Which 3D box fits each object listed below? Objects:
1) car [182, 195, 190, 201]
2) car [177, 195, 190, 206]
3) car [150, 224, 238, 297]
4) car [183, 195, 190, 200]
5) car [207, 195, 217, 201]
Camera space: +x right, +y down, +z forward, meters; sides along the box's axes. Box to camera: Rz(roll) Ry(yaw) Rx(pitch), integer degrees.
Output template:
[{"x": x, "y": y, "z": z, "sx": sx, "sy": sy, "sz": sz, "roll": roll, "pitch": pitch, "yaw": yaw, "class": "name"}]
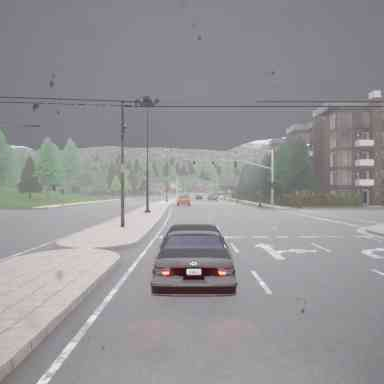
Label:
[{"x": -1.524, "y": 1.548, "z": 85.333, "sx": 1.812, "sy": 1.442, "sz": 4.674, "roll": 0, "pitch": 0, "yaw": 0, "class": "car"}, {"x": -1.359, "y": 1.368, "z": 54.508, "sx": 2.097, "sy": 1.767, "sz": 4.553, "roll": 0, "pitch": 0, "yaw": -1, "class": "car"}, {"x": 0.042, "y": 1.550, "z": 8.763, "sx": 2.033, "sy": 1.411, "sz": 5.357, "roll": 0, "pitch": 0, "yaw": 0, "class": "car"}, {"x": -1.548, "y": 1.599, "z": 95.648, "sx": 1.895, "sy": 1.301, "sz": 4.718, "roll": 0, "pitch": 0, "yaw": 0, "class": "car"}, {"x": 5.476, "y": 1.564, "z": 85.379, "sx": 2.033, "sy": 1.411, "sz": 5.357, "roll": 0, "pitch": 0, "yaw": 0, "class": "car"}]
